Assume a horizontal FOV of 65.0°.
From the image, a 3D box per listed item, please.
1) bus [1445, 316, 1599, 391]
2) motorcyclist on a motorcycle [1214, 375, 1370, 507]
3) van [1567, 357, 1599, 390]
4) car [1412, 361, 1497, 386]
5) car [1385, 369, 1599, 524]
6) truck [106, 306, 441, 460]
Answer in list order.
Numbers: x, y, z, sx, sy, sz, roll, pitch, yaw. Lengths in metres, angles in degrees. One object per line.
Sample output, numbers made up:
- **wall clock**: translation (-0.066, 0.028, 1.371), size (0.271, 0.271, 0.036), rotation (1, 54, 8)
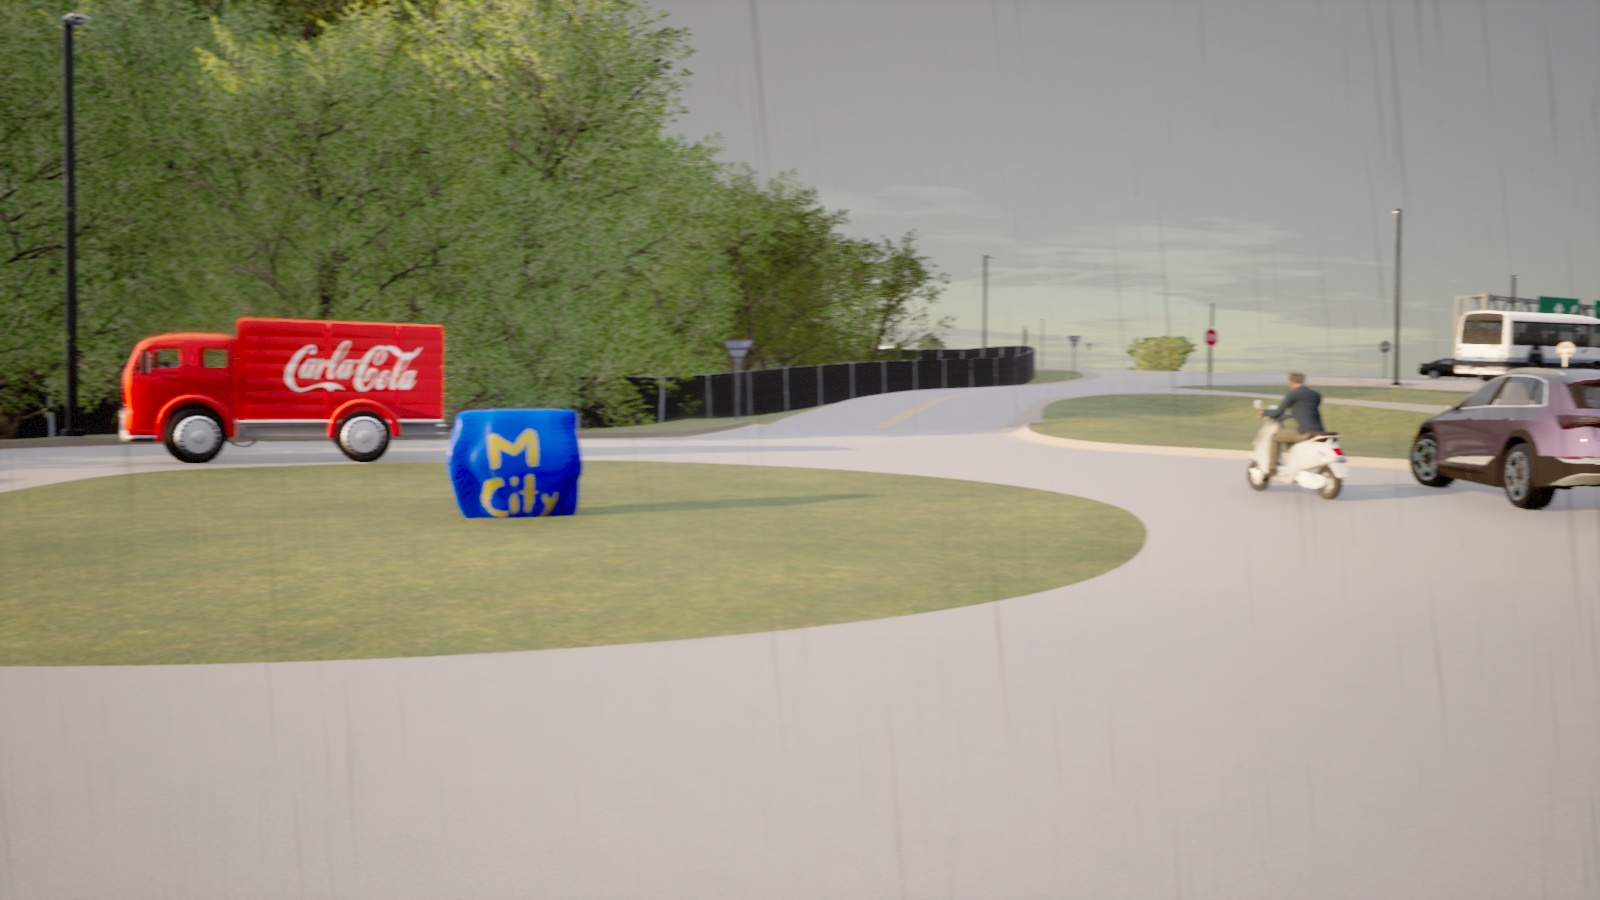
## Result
- **bus**: translation (44.670, -5.853, 76.464), size (10.273, 4.253, 3.944), rotation (-1, 6, -26)
- **motorcyclist on a motorcycle**: translation (6.235, -0.162, 16.038), size (0.866, 1.590, 1.817), rotation (-1, 3, -18)
- **van**: translation (52.958, -4.926, 81.944), size (4.480, 2.038, 2.069), rotation (3, 4, 15)
- **car**: translation (45.386, -5.316, 87.141), size (5.008, 1.535, 1.882), rotation (5, 4, 33)
- **car**: translation (9.282, -0.150, 15.786), size (2.033, 1.649, 4.856), rotation (1, 3, 7)
- **truck**: translation (-9.273, -1.150, 22.411), size (5.204, 2.467, 2.627), rotation (0, 3, -23)
